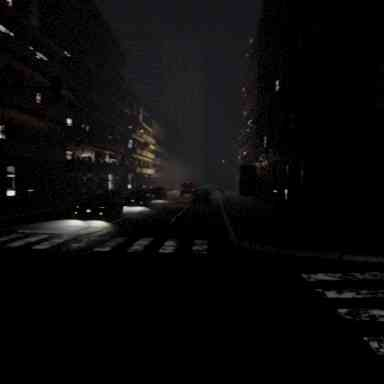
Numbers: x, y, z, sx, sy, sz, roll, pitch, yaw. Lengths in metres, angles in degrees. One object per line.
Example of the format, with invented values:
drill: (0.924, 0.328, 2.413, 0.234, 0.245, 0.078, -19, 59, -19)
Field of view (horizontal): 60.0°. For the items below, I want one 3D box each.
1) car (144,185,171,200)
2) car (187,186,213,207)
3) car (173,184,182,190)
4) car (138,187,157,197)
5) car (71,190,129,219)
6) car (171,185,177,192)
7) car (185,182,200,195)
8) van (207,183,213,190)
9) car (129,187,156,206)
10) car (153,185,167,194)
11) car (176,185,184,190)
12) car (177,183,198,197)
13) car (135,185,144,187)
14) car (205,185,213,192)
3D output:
car: (-4.188, 0.132, 40.566, 1.837, 1.490, 4.892, 1, 2, 5)
car: (0.915, 0.479, 30.687, 1.967, 1.590, 4.097, 1, 2, 4)
car: (-3.776, -1.245, 86.379, 2.008, 1.369, 4.403, 1, 2, 4)
car: (-6.346, -0.060, 47.788, 1.802, 1.307, 4.206, 1, 2, 4)
car: (-5.565, 0.805, 20.334, 1.994, 1.385, 4.181, 1, 2, 4)
car: (-4.877, -0.722, 69.841, 1.802, 1.307, 4.206, 1, 2, 4)
car: (0.146, -0.659, 59.413, 2.150, 2.045, 5.566, 1, 2, 4)
van: (4.952, -1.437, 91.329, 1.690, 1.788, 3.998, 1, 2, 4)
car: (-4.899, 0.504, 30.258, 1.994, 1.385, 4.181, 1, 2, 4)
car: (-5.622, -0.444, 58.643, 1.752, 1.417, 4.829, 1, 2, 4)
car: (-3.410, -1.377, 91.893, 1.802, 1.307, 4.206, 1, 2, 4)
car: (-0.458, -0.339, 48.830, 2.150, 2.045, 5.566, 1, 2, 4)
car: (-6.711, -0.035, 42.270, 1.967, 1.590, 4.097, 1, 2, 4)
car: (3.850, -0.743, 74.797, 1.887, 1.381, 4.507, 1, 2, 4)
